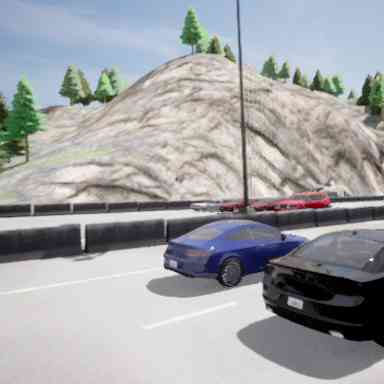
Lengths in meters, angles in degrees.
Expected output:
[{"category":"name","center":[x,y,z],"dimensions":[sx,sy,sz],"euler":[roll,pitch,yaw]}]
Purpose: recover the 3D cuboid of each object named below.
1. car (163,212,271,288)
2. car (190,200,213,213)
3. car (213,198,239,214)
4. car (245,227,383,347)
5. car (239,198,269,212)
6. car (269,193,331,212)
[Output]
[{"category":"car","center":[1.443,1.487,9.093],"dimensions":[4.674,1.442,1.812],"euler":[-1,0,-35]},{"category":"car","center":[2.150,1.467,35.631],"dimensions":[4.718,1.301,1.895],"euler":[0,0,-35]},{"category":"car","center":[4.938,1.336,33.320],"dimensions":[5.008,1.535,1.882],"euler":[0,0,-35]},{"category":"car","center":[3.518,1.438,6.272],"dimensions":[5.008,1.535,1.882],"euler":[-1,0,-35]},{"category":"car","center":[6.995,1.335,30.488],"dimensions":[5.008,1.535,1.882],"euler":[0,0,-35]},{"category":"car","center":[9.398,1.076,27.903],"dimensions":[5.566,2.045,2.150],"euler":[0,0,-35]}]
